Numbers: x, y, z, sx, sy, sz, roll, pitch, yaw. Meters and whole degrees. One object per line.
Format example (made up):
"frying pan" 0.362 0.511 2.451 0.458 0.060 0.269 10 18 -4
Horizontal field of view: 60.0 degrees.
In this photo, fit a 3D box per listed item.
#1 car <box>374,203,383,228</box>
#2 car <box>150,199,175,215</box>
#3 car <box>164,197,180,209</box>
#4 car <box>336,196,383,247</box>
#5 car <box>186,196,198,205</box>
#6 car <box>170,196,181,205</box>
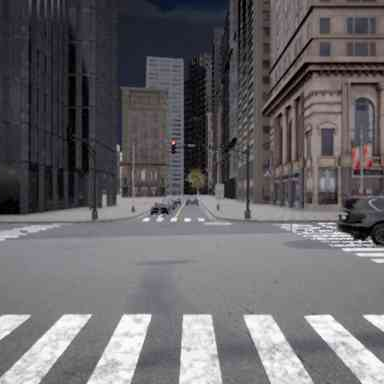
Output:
"car" 14.598 1.485 21.110 4.902 1.511 2.128 0 0 -2
"car" -3.099 1.653 33.971 1.895 1.301 4.718 0 0 0
"car" -3.118 1.567 43.368 2.128 1.511 4.902 0 0 0
"car" 9.206 1.178 14.348 5.566 2.045 2.150 0 0 0
"car" 0.023 1.478 60.176 2.097 1.767 4.553 0 0 0
"car" -3.084 1.613 62.927 1.882 1.535 5.008 0 0 0
